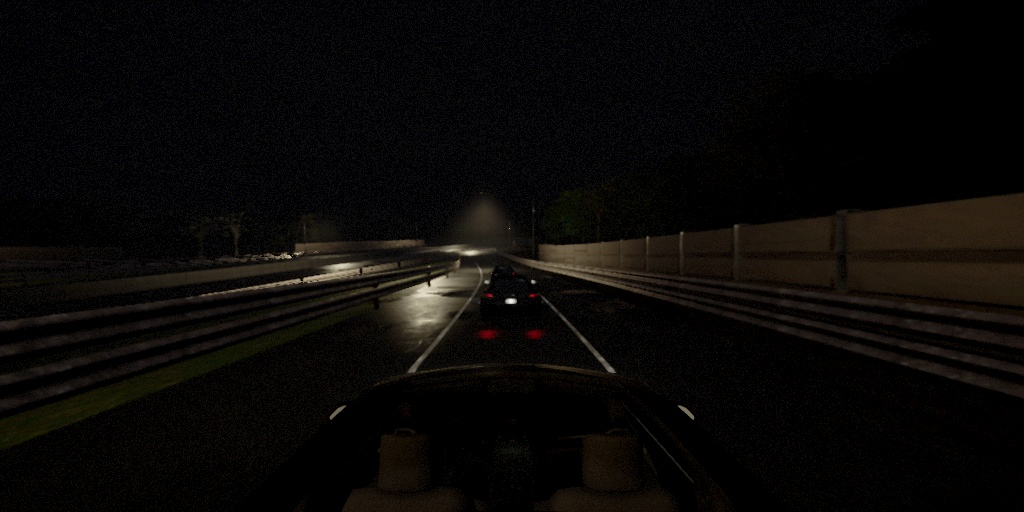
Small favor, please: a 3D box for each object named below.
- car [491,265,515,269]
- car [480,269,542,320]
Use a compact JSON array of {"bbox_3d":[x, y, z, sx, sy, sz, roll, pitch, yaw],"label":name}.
[{"bbox_3d":[-0.671,1.381,27.874,1.994,1.385,4.181,0,0,-3],"label":"car"},{"bbox_3d":[-0.060,1.343,12.831,1.994,1.385,4.181,0,0,-1],"label":"car"}]
